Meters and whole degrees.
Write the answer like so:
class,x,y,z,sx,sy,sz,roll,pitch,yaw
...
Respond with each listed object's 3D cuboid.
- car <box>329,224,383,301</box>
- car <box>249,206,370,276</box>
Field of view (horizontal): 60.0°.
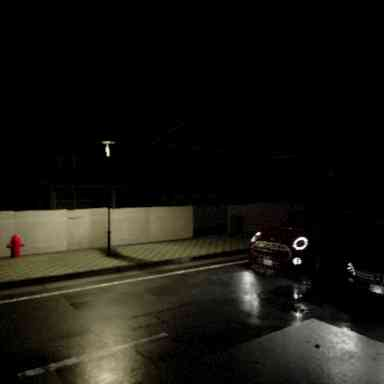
class,x,y,z,sx,sy,sz,roll,pitch,yaw
car,5.308,1.524,7.470,4.674,1.442,1.812,0,0,-35
car,3.923,1.350,10.475,4.553,1.767,2.097,0,0,-35
